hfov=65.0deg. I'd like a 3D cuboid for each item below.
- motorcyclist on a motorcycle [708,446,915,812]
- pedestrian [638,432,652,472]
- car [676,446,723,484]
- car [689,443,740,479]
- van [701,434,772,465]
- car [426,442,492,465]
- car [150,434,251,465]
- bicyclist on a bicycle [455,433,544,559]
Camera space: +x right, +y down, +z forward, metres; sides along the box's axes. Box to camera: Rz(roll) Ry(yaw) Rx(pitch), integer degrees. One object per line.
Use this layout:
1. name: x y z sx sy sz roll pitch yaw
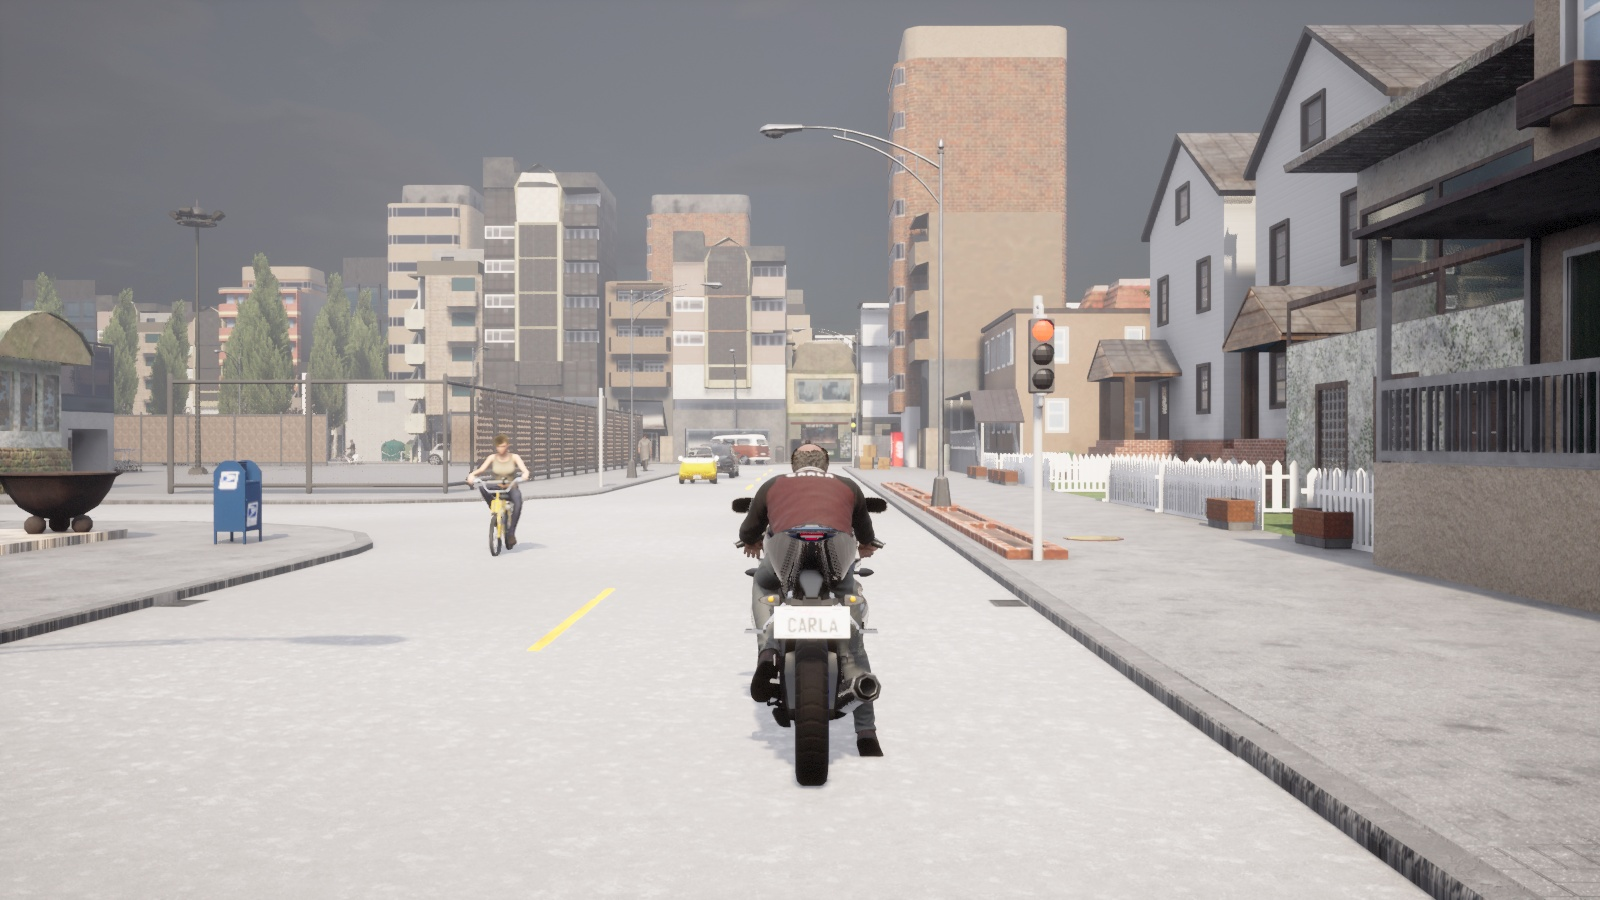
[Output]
1. motorcyclist on a motorcycle: 0.050 0.746 6.352 0.866 1.530 2.191 0 0 0
2. pedestrian: -7.589 0.103 61.508 0.659 1.952 0.873 0 0 -3
3. car: -3.681 0.537 46.247 1.481 1.376 2.207 0 0 1
4. car: -3.660 0.441 54.512 1.837 1.490 4.892 0 0 1
5. van: -4.291 -0.013 84.890 4.480 2.038 2.069 0 -1 36
6. car: -22.269 0.230 82.157 3.806 1.475 1.970 0 0 1
7. car: -39.270 -0.031 82.358 5.566 2.045 2.150 0 0 -1
8. bicyclist on a bicycle: -4.013 0.585 16.862 0.866 1.612 1.509 -1 0 -2
